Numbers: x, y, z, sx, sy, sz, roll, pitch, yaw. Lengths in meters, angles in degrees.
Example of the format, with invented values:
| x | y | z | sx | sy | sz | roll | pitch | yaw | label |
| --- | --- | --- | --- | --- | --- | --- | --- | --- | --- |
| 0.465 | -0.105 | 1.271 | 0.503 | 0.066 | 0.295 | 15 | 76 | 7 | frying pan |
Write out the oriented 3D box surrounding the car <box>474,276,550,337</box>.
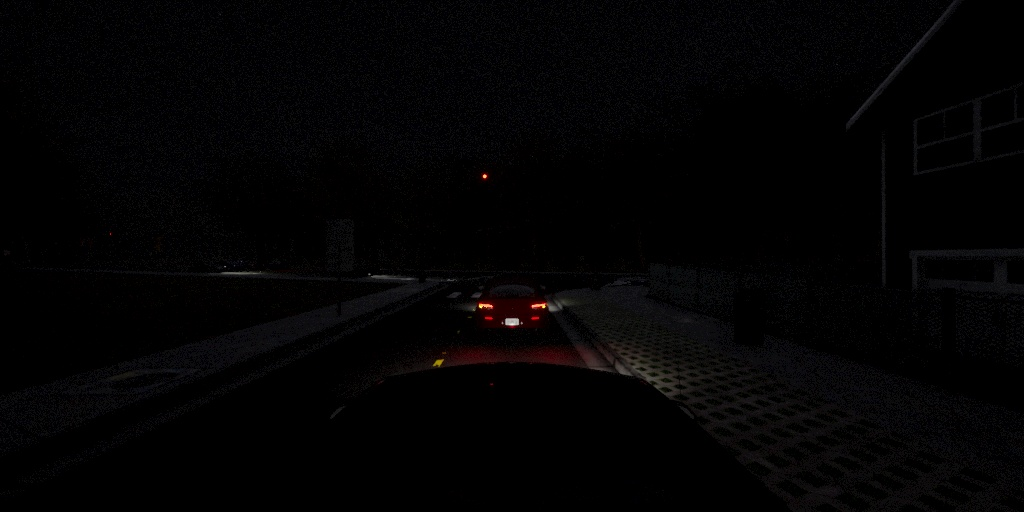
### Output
| x | y | z | sx | sy | sz | roll | pitch | yaw | label |
| --- | --- | --- | --- | --- | --- | --- | --- | --- | --- |
| 0.006 | 1.276 | 10.166 | 1.812 | 1.442 | 4.674 | 0 | 0 | 0 | car |

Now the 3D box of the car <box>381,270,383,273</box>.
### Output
| x | y | z | sx | sy | sz | roll | pitch | yaw | label |
| --- | --- | --- | --- | --- | --- | --- | --- | --- | --- |
| -16.118 | 1.309 | 37.337 | 5.357 | 1.411 | 2.033 | 0 | 0 | 23 | car |

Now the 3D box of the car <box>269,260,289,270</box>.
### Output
| x | y | z | sx | sy | sz | roll | pitch | yaw | label |
| --- | --- | --- | --- | --- | --- | --- | --- | --- | --- |
| -34.845 | 1.328 | 52.655 | 4.674 | 1.442 | 1.812 | 0 | 0 | 24 | car |

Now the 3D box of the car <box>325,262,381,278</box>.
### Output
| x | y | z | sx | sy | sz | roll | pitch | yaw | label |
| --- | --- | --- | --- | --- | --- | --- | --- | --- | --- |
| -14.897 | 1.348 | 33.271 | 4.718 | 1.301 | 1.895 | 0 | 0 | 23 | car |

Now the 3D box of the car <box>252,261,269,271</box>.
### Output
| x | y | z | sx | sy | sz | roll | pitch | yaw | label |
| --- | --- | --- | --- | --- | --- | --- | --- | --- | --- |
| -36.423 | 1.356 | 49.801 | 4.181 | 1.385 | 1.994 | 0 | 0 | 24 | car |

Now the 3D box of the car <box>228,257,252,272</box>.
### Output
| x | y | z | sx | sy | sz | roll | pitch | yaw | label |
| --- | --- | --- | --- | --- | --- | --- | --- | --- | --- |
| -36.282 | 1.257 | 46.084 | 5.008 | 1.535 | 1.882 | 0 | 0 | 24 | car |

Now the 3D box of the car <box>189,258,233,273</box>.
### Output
| x | y | z | sx | sy | sz | roll | pitch | yaw | label |
| --- | --- | --- | --- | --- | --- | --- | --- | --- | --- |
| -35.968 | 1.261 | 42.397 | 4.902 | 1.511 | 2.128 | 0 | 0 | 24 | car |
